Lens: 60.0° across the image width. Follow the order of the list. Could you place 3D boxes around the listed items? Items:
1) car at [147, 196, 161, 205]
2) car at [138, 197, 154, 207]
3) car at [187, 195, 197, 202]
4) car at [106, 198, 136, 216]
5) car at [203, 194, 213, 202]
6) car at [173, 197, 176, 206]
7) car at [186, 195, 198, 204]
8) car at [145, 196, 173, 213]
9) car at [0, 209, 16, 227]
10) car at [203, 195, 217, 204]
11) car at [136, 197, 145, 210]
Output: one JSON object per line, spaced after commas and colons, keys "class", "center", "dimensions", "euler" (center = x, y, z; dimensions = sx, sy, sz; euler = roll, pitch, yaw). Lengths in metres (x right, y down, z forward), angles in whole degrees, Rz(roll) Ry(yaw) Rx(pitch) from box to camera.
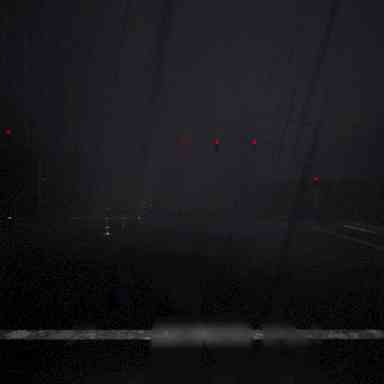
{"class": "car", "center": [-7.046, 1.492, 62.085], "dimensions": [2.128, 1.511, 4.902], "euler": [0, 0, 0]}
{"class": "car", "center": [-7.076, 1.505, 51.677], "dimensions": [1.837, 1.490, 4.892], "euler": [0, 0, 0]}
{"class": "car", "center": [0.021, 1.413, 73.882], "dimensions": [1.994, 1.385, 4.181], "euler": [0, 0, 0]}
{"class": "car", "center": [-7.085, 1.526, 32.897], "dimensions": [1.812, 1.442, 4.674], "euler": [0, 0, 0]}
{"class": "car", "center": [3.523, 1.355, 74.460], "dimensions": [2.097, 1.767, 4.553], "euler": [0, 0, 0]}
{"class": "car", "center": [-3.581, 1.564, 45.562], "dimensions": [1.994, 1.385, 4.181], "euler": [0, 0, 0]}
{"class": "car", "center": [0.018, 1.505, 63.773], "dimensions": [1.837, 1.490, 4.892], "euler": [0, 0, 0]}
{"class": "car", "center": [-3.578, 1.352, 36.992], "dimensions": [2.097, 1.767, 4.553], "euler": [0, 0, 0]}
{"class": "car", "center": [-13.460, 1.618, 20.932], "dimensions": [4.181, 1.385, 1.994], "euler": [0, 0, 0]}
{"class": "car", "center": [3.615, 1.547, 61.549], "dimensions": [2.033, 1.411, 5.357], "euler": [0, 0, 1]}
{"class": "car", "center": [-7.082, 1.478, 42.191], "dimensions": [1.882, 1.535, 5.008], "euler": [0, 0, 0]}
